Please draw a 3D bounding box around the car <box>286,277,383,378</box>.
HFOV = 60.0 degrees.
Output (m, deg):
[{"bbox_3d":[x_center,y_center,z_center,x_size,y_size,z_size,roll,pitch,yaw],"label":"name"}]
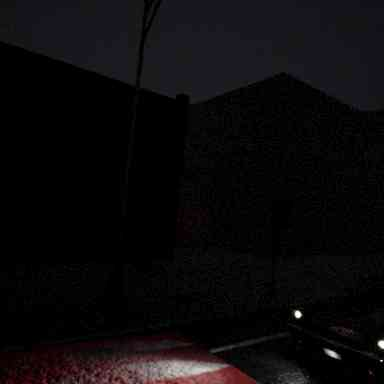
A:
[{"bbox_3d":[4.028,2.457,6.553,4.718,1.301,1.895,7,-4,-35],"label":"car"}]
